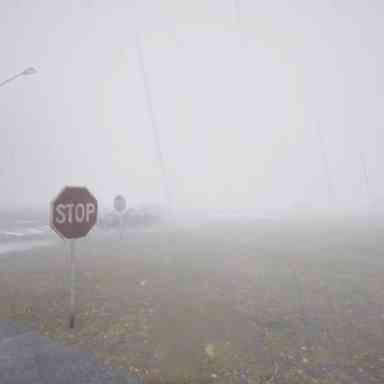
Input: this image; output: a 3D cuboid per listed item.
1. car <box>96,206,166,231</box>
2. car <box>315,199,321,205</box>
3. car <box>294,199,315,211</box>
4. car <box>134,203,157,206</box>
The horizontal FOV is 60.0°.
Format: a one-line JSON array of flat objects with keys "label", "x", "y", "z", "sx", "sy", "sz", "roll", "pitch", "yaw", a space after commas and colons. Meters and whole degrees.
[{"label": "car", "x": -4.256, "y": 1.870, "z": 22.920, "sx": 1.895, "sy": 1.301, "sz": 4.718, "roll": 1, "pitch": 0, "yaw": 36}, {"label": "car", "x": 31.280, "y": 2.537, "z": 84.186, "sx": 2.128, "sy": 1.511, "sz": 4.902, "roll": 1, "pitch": 0, "yaw": 36}, {"label": "car", "x": 17.853, "y": 2.238, "z": 53.595, "sx": 1.812, "sy": 1.442, "sz": 4.674, "roll": 1, "pitch": 0, "yaw": 36}, {"label": "car", "x": -4.910, "y": 1.867, "z": 34.001, "sx": 2.033, "sy": 1.411, "sz": 5.357, "roll": 1, "pitch": 0, "yaw": 36}]
